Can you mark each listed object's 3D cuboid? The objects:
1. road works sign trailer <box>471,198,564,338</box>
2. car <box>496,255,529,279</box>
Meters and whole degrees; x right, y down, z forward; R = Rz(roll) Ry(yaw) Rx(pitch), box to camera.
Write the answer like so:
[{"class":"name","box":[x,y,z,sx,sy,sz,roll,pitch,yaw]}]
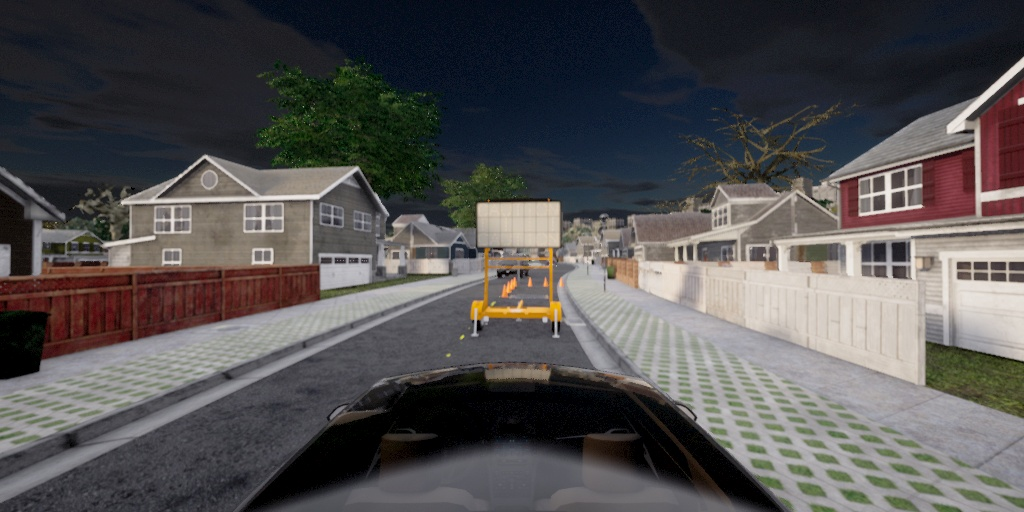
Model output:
[{"class":"road works sign trailer","box":[0.196,0.190,10.189,2.380,3.560,2.880,0,0,5]},{"class":"car","box":[0.156,0.915,32.079,2.150,2.045,5.566,0,0,11]}]
